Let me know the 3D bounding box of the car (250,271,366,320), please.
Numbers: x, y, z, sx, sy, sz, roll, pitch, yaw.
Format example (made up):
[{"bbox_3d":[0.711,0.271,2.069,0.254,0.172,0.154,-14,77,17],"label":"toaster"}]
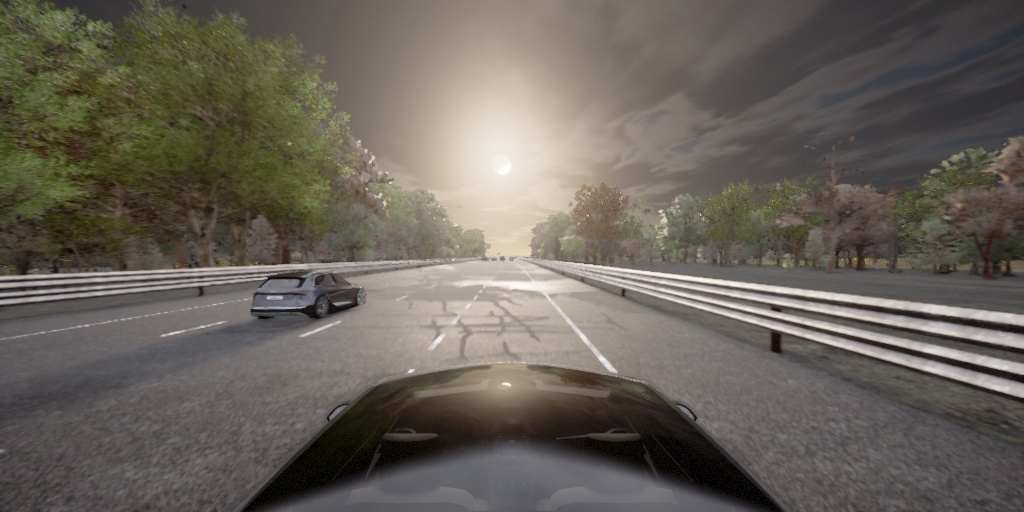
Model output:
[{"bbox_3d":[-6.944,1.317,12.728,2.033,1.649,4.856,0,-1,0],"label":"car"}]
